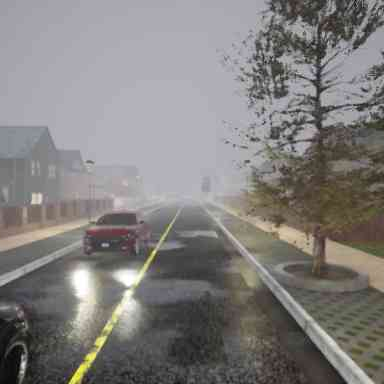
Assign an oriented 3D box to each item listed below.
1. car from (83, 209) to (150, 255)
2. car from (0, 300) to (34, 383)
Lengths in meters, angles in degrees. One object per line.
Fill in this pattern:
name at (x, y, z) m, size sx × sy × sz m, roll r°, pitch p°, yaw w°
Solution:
car at (-2.883, 1.499, 13.532) m, size 1.882 × 1.535 × 5.008 m, roll 0°, pitch 0°, yaw 0°
car at (-2.853, 1.572, 2.217) m, size 1.994 × 1.385 × 4.181 m, roll 0°, pitch 0°, yaw 0°
